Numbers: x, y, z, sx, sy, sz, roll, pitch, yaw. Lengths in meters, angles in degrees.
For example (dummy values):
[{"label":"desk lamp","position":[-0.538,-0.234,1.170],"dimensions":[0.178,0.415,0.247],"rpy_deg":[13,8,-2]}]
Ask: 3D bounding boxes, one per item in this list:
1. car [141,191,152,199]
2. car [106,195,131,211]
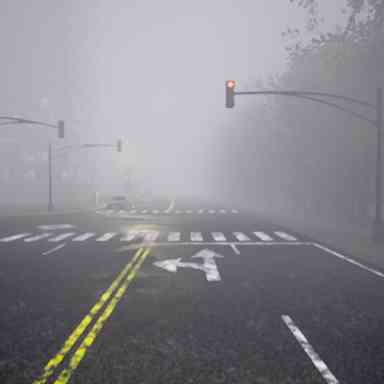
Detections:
[{"label":"car","position":[-8.606,0.565,63.325],"dimensions":[2.128,1.511,4.902],"rpy_deg":[0,1,-4]},{"label":"car","position":[-7.020,1.083,32.254],"dimensions":[1.812,1.442,4.674],"rpy_deg":[0,2,-2]}]
